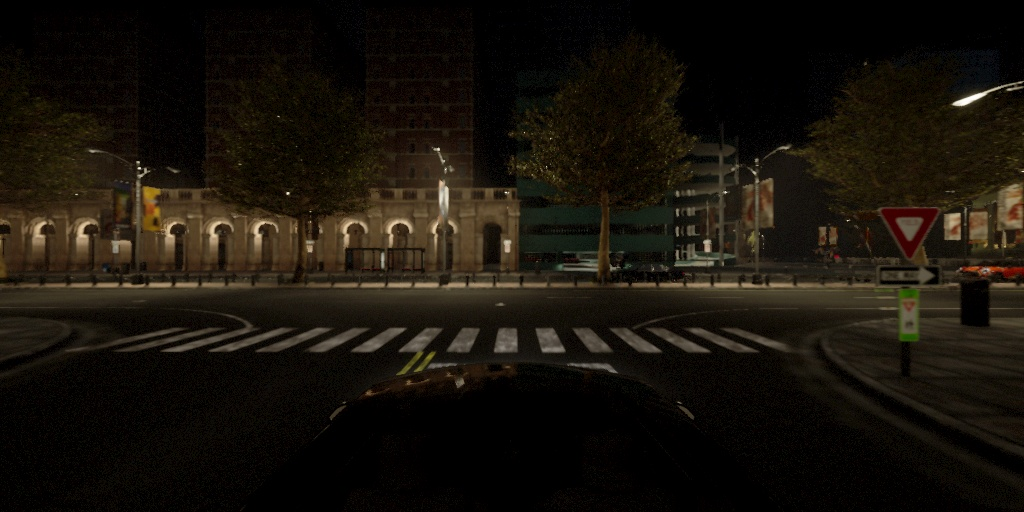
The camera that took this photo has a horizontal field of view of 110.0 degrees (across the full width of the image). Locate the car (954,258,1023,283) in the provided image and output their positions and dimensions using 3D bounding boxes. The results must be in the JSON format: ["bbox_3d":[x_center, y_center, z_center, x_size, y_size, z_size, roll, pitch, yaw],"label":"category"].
[{"bbox_3d":[35.908,1.061,26.502,4.553,1.767,2.097,0,0,1],"label":"car"}]

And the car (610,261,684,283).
[{"bbox_3d":[10.107,1.284,26.959,5.357,1.411,2.033,0,0,1],"label":"car"}]
